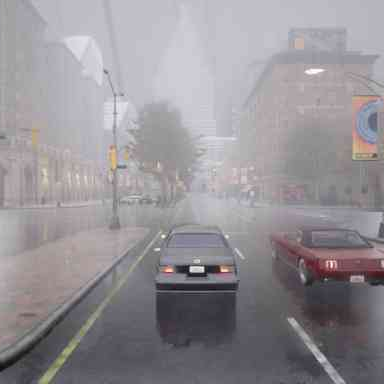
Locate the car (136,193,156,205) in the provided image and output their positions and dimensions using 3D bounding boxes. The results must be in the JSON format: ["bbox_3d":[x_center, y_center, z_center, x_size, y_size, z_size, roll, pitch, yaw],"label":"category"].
[{"bbox_3d":[-8.125,1.491,59.227,2.128,1.511,4.902,0,0,0],"label":"car"}]

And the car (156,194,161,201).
[{"bbox_3d":[-8.079,1.526,68.995,1.812,1.442,4.674,0,0,0],"label":"car"}]

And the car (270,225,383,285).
[{"bbox_3d":[3.590,1.601,9.442,1.895,1.301,4.718,0,0,0],"label":"car"}]

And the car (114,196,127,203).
[{"bbox_3d":[-14.829,1.595,69.203,1.895,1.301,4.718,0,0,0],"label":"car"}]

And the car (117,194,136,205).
[{"bbox_3d":[-11.624,1.526,58.937,1.812,1.442,4.674,0,0,0],"label":"car"}]

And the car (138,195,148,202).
[{"bbox_3d":[-11.591,1.524,79.217,1.812,1.442,4.674,0,0,0],"label":"car"}]

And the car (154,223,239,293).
[{"bbox_3d":[0.091,1.547,8.958,2.033,1.411,5.357,0,0,0],"label":"car"}]
